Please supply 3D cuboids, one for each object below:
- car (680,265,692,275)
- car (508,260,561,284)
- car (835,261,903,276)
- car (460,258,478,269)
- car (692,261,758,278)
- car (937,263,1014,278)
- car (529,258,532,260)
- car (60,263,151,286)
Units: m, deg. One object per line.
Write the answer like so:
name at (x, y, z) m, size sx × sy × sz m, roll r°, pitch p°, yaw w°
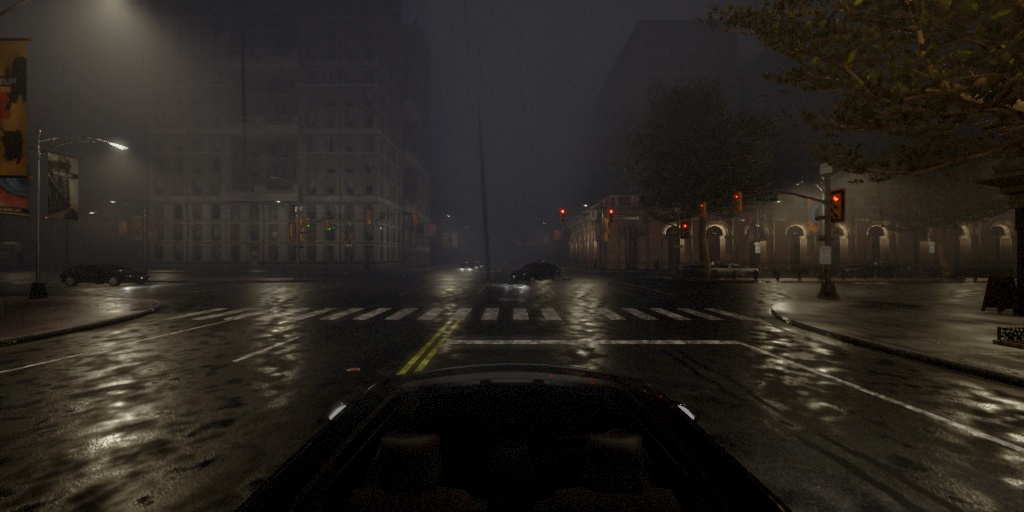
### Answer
car at (19.483, 1.241, 35.989) m, size 4.902 × 1.511 × 2.128 m, roll 0°, pitch 0°, yaw 2°
car at (1.794, 1.256, 27.279) m, size 1.837 × 1.490 × 4.892 m, roll -2°, pitch -2°, yaw 44°
car at (35.983, 1.241, 35.871) m, size 4.902 × 1.511 × 2.128 m, roll 0°, pitch 0°, yaw 0°
car at (-7.152, 1.314, 58.088) m, size 1.994 × 1.385 × 4.181 m, roll 0°, pitch 0°, yaw 0°
car at (19.340, 1.351, 32.441) m, size 4.718 × 1.301 × 1.895 m, roll 0°, pitch 0°, yaw 0°
car at (41.702, 1.297, 32.345) m, size 5.357 × 1.411 × 2.033 m, roll 0°, pitch 0°, yaw 0°
car at (3.842, 1.297, 44.879) m, size 2.033 × 1.411 × 5.357 m, roll 0°, pitch 0°, yaw -14°
car at (-27.649, 1.255, 24.442) m, size 4.892 × 1.490 × 1.837 m, roll 0°, pitch 0°, yaw 0°
